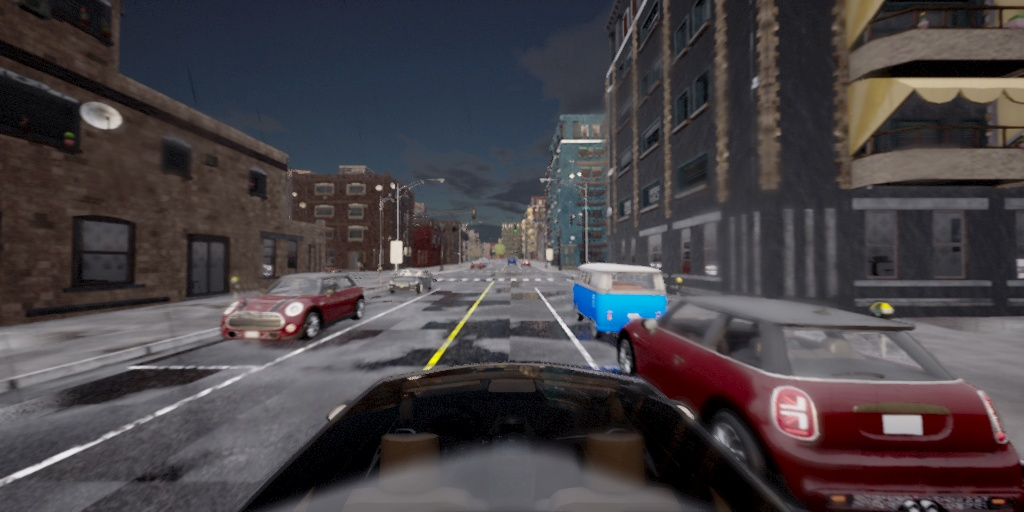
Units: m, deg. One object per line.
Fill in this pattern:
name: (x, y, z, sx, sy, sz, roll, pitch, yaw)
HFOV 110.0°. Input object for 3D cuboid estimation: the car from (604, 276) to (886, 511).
car: (2.692, 1.196, 4.422, 1.967, 1.591, 4.097, 0, 0, 0)

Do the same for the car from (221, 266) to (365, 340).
car: (-5.687, 1.207, 9.839, 1.967, 1.591, 4.097, 0, 0, 0)

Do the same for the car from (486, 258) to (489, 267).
car: (-5.675, 1.427, 64.290, 1.888, 1.381, 4.507, 0, 0, 0)

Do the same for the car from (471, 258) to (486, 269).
car: (-5.753, 1.415, 58.609, 1.888, 1.381, 4.507, 0, 0, 0)

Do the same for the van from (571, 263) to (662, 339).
van: (2.694, 1.108, 9.829, 1.690, 1.789, 3.998, 0, 0, 0)

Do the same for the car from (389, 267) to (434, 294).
car: (-5.685, 1.341, 20.653, 2.007, 1.370, 4.403, 0, 0, 0)
